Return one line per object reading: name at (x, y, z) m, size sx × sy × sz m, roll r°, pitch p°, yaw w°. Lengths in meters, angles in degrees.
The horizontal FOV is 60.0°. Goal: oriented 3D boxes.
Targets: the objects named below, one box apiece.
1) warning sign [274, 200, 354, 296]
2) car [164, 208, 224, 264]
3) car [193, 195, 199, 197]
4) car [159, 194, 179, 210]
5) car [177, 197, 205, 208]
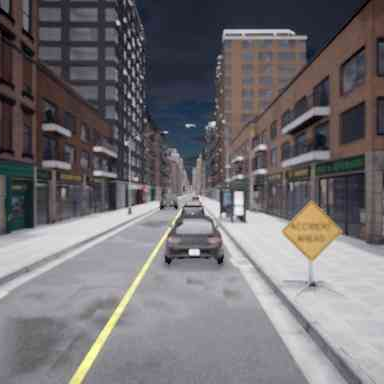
warning sign at (2.518, 1.108, 7.037) m, size 1.300 × 1.860 × 1.060 m, roll 0°, pitch 0°, yaw 0°
car at (0.078, 1.517, 11.619) m, size 1.812 × 1.442 × 4.674 m, roll 0°, pitch 0°, yaw 0°
car at (0.950, 1.572, 87.040) m, size 1.882 × 1.535 × 5.008 m, roll 0°, pitch 0°, yaw 0°
car at (-2.850, 1.223, 42.318) m, size 2.150 × 2.045 × 5.566 m, roll 0°, pitch 0°, yaw 0°
car at (0.083, 1.487, 28.595) m, size 2.128 × 1.511 × 4.902 m, roll 0°, pitch 0°, yaw 0°
